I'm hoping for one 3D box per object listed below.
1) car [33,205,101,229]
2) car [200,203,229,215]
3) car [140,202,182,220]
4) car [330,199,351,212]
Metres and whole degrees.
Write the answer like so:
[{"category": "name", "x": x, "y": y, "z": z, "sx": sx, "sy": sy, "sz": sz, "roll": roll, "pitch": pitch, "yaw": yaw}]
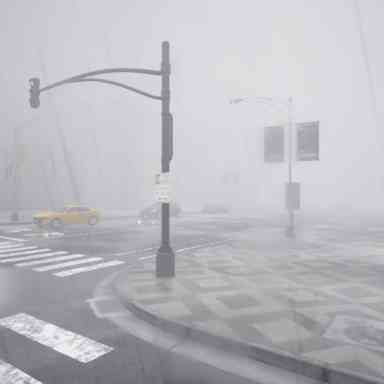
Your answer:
[{"category": "car", "x": -8.924, "y": 1.710, "z": 24.080, "sx": 1.882, "sy": 1.535, "sz": 5.008, "roll": 0, "pitch": -1, "yaw": 34}, {"category": "car", "x": 2.784, "y": 2.090, "z": 40.607, "sx": 1.994, "sy": 1.385, "sz": 4.181, "roll": 0, "pitch": -1, "yaw": 36}, {"category": "car", "x": -2.981, "y": 1.733, "z": 32.465, "sx": 2.097, "sy": 1.767, "sz": 4.553, "roll": 0, "pitch": -1, "yaw": 35}, {"category": "car", "x": 24.501, "y": 2.382, "z": 54.136, "sx": 2.128, "sy": 1.511, "sz": 4.902, "roll": 0, "pitch": -1, "yaw": 35}]
